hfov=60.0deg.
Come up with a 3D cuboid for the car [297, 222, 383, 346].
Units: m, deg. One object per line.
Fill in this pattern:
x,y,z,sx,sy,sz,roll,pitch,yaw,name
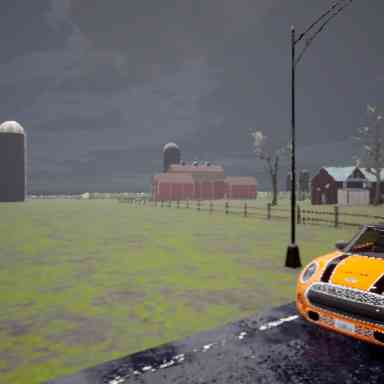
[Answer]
3.982,1.378,6.277,4.553,1.767,2.097,0,0,-39,car
